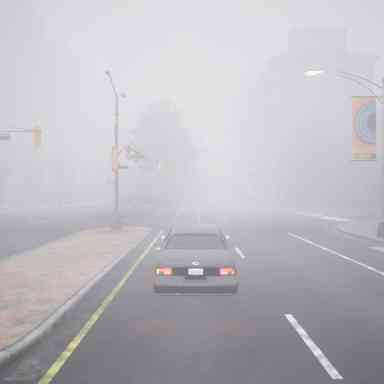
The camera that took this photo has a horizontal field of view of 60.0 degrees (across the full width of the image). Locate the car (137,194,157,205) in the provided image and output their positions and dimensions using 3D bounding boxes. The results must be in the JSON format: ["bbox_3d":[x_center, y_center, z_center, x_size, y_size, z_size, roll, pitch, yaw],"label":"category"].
[{"bbox_3d":[-7.983,1.564,58.944,1.994,1.385,4.181,0,0,1],"label":"car"}]

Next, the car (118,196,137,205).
[{"bbox_3d":[-11.478,1.491,59.629,2.128,1.511,4.902,0,0,0],"label":"car"}]

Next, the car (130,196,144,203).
[{"bbox_3d":[-11.395,1.525,69.551,2.128,1.511,4.902,0,0,0],"label":"car"}]

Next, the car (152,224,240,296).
[{"bbox_3d":[0.087,1.547,8.782,2.033,1.411,5.357,0,0,0],"label":"car"}]

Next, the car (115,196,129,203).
[{"bbox_3d":[-14.644,1.595,69.433,1.895,1.301,4.718,0,0,0],"label":"car"}]

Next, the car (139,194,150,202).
[{"bbox_3d":[-11.379,1.355,79.562,2.097,1.767,4.553,0,0,0],"label":"car"}]

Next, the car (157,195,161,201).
[{"bbox_3d":[-7.916,1.526,67.462,1.812,1.442,4.674,0,0,1],"label":"car"}]

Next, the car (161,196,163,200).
[{"bbox_3d":[-7.882,1.500,77.791,1.837,1.490,4.892,0,0,0],"label":"car"}]
